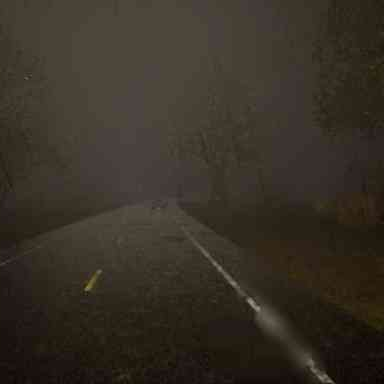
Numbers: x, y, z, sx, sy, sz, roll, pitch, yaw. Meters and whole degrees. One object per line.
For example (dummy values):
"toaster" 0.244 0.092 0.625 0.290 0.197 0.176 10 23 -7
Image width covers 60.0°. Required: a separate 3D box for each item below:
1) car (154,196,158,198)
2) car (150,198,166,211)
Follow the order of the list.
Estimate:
"car" -6.016 1.941 65.154 1.895 1.301 4.718 -2 0 -3
"car" -4.592 1.826 45.276 1.895 1.301 4.718 -2 0 -5
